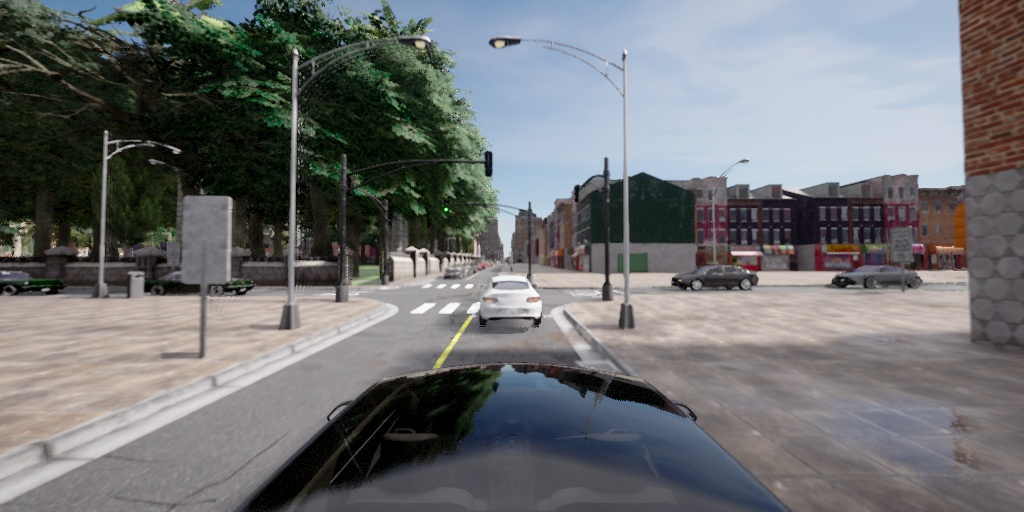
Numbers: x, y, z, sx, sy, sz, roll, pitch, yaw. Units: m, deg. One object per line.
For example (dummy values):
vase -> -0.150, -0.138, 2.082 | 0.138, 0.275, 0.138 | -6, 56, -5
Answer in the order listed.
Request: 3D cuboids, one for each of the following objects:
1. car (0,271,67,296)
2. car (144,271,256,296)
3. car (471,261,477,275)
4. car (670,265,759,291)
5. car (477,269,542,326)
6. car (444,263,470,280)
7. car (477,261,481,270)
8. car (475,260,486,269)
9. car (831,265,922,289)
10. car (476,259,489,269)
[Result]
car -> -26.318, 1.436, 18.545 | 4.718, 1.301, 1.895 | 0, -2, 0
car -> -16.158, 1.441, 18.610 | 4.718, 1.301, 1.895 | 0, -2, 0
car -> -5.615, 1.585, 42.186 | 2.007, 1.370, 4.403 | 0, 0, -1
car -> 12.201, 1.310, 21.752 | 4.892, 1.490, 1.837 | -1, -2, 0
car -> -0.149, 1.339, 11.845 | 1.812, 1.442, 4.674 | 0, 0, -4
car -> -5.575, 1.531, 35.051 | 2.007, 1.370, 4.403 | 0, 0, -1
car -> -5.667, 1.644, 47.636 | 1.948, 1.339, 4.313 | 0, 0, -1
car -> -5.770, 1.755, 58.534 | 1.802, 1.307, 4.207 | 0, 0, -1
car -> 22.069, 1.263, 21.821 | 4.181, 1.385, 1.994 | -1, -2, 0
car -> -5.821, 1.539, 63.984 | 2.192, 1.841, 5.009 | 0, 0, -1
